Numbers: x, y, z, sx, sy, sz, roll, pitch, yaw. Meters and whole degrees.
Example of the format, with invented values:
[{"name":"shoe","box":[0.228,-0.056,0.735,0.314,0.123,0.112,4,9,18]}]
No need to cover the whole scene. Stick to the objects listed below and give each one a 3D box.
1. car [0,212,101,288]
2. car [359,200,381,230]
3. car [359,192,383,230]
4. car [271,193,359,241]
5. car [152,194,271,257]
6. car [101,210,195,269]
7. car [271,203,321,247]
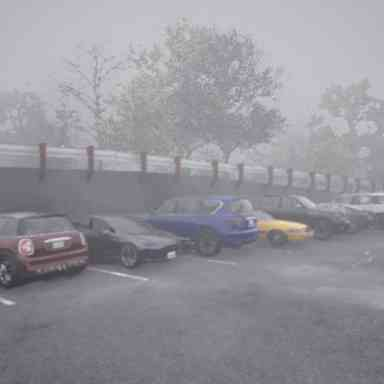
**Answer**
[{"name":"car","box":[-5.031,1.351,9.391,4.553,1.767,2.185,-1,0,34]},{"name":"car","box":[7.250,1.363,18.169,4.892,1.521,2.231,-1,0,35]},{"name":"car","box":[9.681,1.088,19.960,5.566,2.045,2.435,-1,0,34]},{"name":"car","box":[4.810,1.133,16.409,5.566,2.045,2.435,-1,-1,35]},{"name":"car","box":[-0.160,1.180,12.937,5.566,2.045,2.435,-1,0,34]},{"name":"car","box":[-2.567,1.483,11.146,4.792,1.488,2.163,-1,-1,35]},{"name":"car","box":[2.483,1.402,14.572,5.366,1.575,1.946,-1,-1,34]}]
